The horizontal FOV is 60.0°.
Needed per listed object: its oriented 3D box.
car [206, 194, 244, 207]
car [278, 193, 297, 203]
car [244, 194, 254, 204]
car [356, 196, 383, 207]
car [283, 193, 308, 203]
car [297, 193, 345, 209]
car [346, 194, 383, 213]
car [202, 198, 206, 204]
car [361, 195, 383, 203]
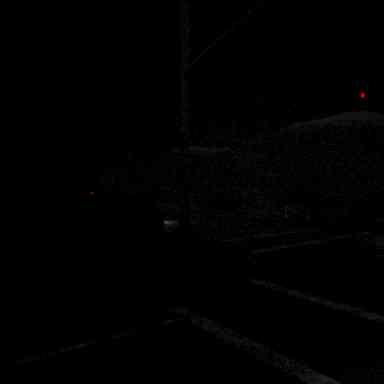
[{"bbox_3d":[4.437,1.312,45.322,2.007,1.523,4.514,0,0,-36],"label":"car"},{"bbox_3d":[18.638,1.101,64.710,1.905,1.878,3.866,0,0,-36],"label":"car"},{"bbox_3d":[8.276,1.172,57.205,2.152,1.636,5.027,0,0,-36],"label":"car"},{"bbox_3d":[26.436,1.321,48.016,2.007,1.523,4.514,0,0,-36],"label":"car"},{"bbox_3d":[20.749,1.123,66.749,1.932,1.855,4.605,0,0,-36],"label":"car"},{"bbox_3d":[15.931,1.114,41.285,1.932,1.855,4.605,0,0,-36],"label":"car"},{"bbox_3d":[17.884,1.092,32.985,1.905,1.878,3.866,0,0,-36],"label":"car"},{"bbox_3d":[3.268,1.248,53.179,1.970,1.475,3.806,0,0,-36],"label":"car"},{"bbox_3d":[37.820,1.417,69.780,1.970,1.475,3.806,0,0,-36],"label":"car"}]
